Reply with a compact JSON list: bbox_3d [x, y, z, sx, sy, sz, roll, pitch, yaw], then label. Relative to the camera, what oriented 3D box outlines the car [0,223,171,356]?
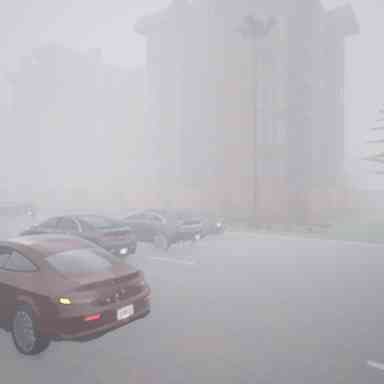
[{"bbox_3d":[-2.808,1.500,5.979,4.674,1.442,1.812,0,0,35],"label":"car"}]

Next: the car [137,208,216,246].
[{"bbox_3d":[-1.762,1.450,13.848,4.902,1.511,2.128,0,0,35],"label":"car"}]

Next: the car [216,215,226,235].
[{"bbox_3d":[-0.346,1.519,17.137,4.181,1.385,1.994,0,0,35],"label":"car"}]

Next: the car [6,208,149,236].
[{"bbox_3d":[-3.971,1.462,11.124,4.892,1.490,1.837,0,0,35],"label":"car"}]

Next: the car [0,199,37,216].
[{"bbox_3d":[-14.631,1.381,27.327,4.892,1.490,1.837,0,0,35],"label":"car"}]
